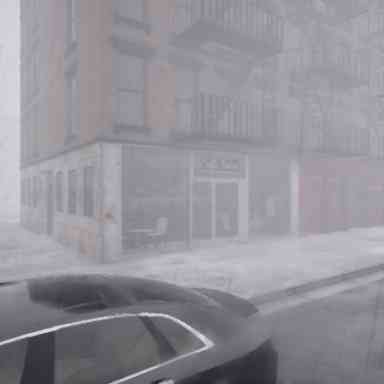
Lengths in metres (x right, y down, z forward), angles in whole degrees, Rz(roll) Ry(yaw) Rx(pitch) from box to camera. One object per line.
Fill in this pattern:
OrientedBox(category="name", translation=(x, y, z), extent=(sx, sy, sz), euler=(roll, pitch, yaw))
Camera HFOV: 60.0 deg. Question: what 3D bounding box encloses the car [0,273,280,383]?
OrientedBox(category="car", translation=(-1.469, 1.505, 2.330), extent=(4.892, 1.490, 1.837), euler=(0, 0, -36))
